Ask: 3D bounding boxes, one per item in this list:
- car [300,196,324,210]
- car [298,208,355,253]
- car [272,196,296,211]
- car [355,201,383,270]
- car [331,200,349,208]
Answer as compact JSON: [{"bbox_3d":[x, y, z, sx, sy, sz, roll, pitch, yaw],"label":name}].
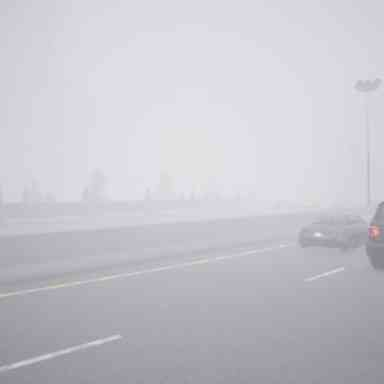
[{"bbox_3d":[16.045,1.624,44.443,1.882,1.535,5.008,0,0,27],"label":"car"},{"bbox_3d":[6.217,1.578,13.891,4.181,1.385,1.994,0,0,-43],"label":"car"},{"bbox_3d":[12.080,1.667,44.463,1.837,1.490,4.892,0,-1,28],"label":"car"},{"bbox_3d":[7.206,1.217,10.005,5.566,2.045,2.150,0,-1,-42],"label":"car"},{"bbox_3d":[18.494,1.717,41.546,1.895,1.301,4.718,0,0,28],"label":"car"}]
